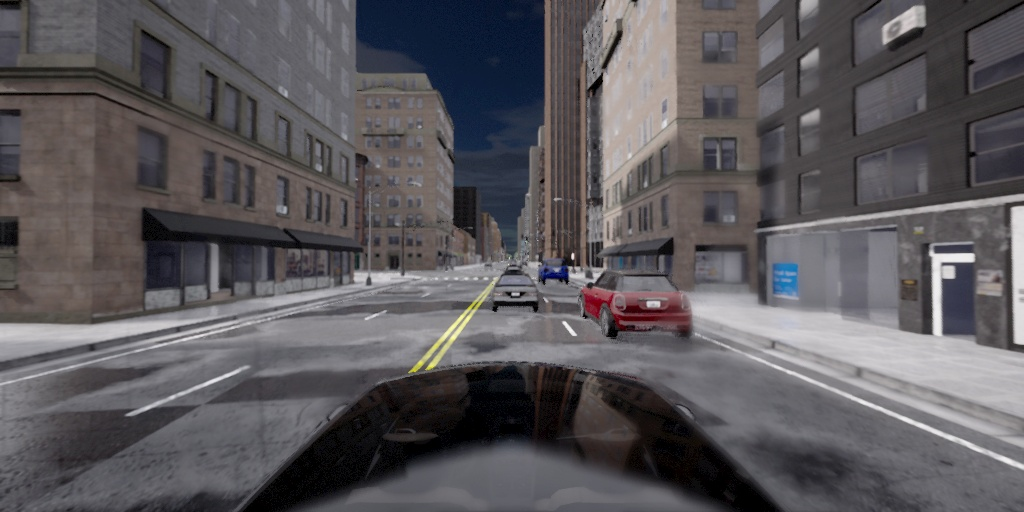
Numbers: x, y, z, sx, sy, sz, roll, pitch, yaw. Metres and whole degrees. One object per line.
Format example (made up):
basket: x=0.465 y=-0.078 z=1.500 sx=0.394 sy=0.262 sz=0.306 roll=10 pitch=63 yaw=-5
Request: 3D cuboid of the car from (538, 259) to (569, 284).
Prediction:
car: x=3.427 y=1.272 z=30.243 sx=2.150 sy=2.045 sz=5.566 roll=0 pitch=-1 yaw=0

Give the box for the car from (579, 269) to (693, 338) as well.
car: x=3.370 y=1.197 z=10.639 sx=2.097 sy=1.767 sz=4.553 roll=0 pitch=-1 yaw=0

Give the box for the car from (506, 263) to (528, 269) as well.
car: x=0.178 y=1.562 z=30.898 sx=1.837 sy=1.490 sz=4.892 roll=0 pitch=-1 yaw=0

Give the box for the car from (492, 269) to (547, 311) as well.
car: x=0.136 y=1.440 z=15.280 sx=2.033 sy=1.411 sz=5.357 roll=0 pitch=-1 yaw=0
